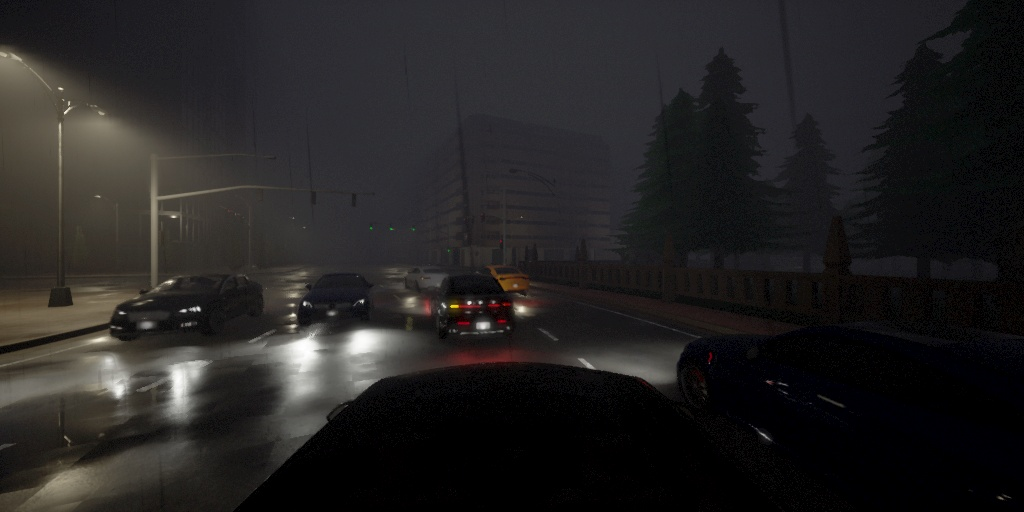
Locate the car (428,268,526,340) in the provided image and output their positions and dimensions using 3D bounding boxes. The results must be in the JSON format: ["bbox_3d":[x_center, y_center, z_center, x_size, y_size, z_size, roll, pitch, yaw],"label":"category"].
[{"bbox_3d":[-1.261,1.256,10.157,1.837,1.490,4.892,0,0,-15],"label":"car"}]

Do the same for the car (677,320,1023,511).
[{"bbox_3d":[3.269,1.276,3.034,1.812,1.442,4.674,0,0,-3],"label":"car"}]

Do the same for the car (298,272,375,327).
[{"bbox_3d":[-5.588,1.275,11.865,1.812,1.442,4.674,0,0,-19],"label":"car"}]

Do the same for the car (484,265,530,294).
[{"bbox_3d":[-0.771,1.227,18.892,1.882,1.535,5.008,0,0,-22],"label":"car"}]

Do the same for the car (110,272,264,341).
[{"bbox_3d":[-8.696,1.242,10.126,2.128,1.511,4.902,0,0,-18],"label":"car"}]

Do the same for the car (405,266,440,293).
[{"bbox_3d":[-4.911,1.275,20.710,1.812,1.442,4.674,0,0,-28],"label":"car"}]
